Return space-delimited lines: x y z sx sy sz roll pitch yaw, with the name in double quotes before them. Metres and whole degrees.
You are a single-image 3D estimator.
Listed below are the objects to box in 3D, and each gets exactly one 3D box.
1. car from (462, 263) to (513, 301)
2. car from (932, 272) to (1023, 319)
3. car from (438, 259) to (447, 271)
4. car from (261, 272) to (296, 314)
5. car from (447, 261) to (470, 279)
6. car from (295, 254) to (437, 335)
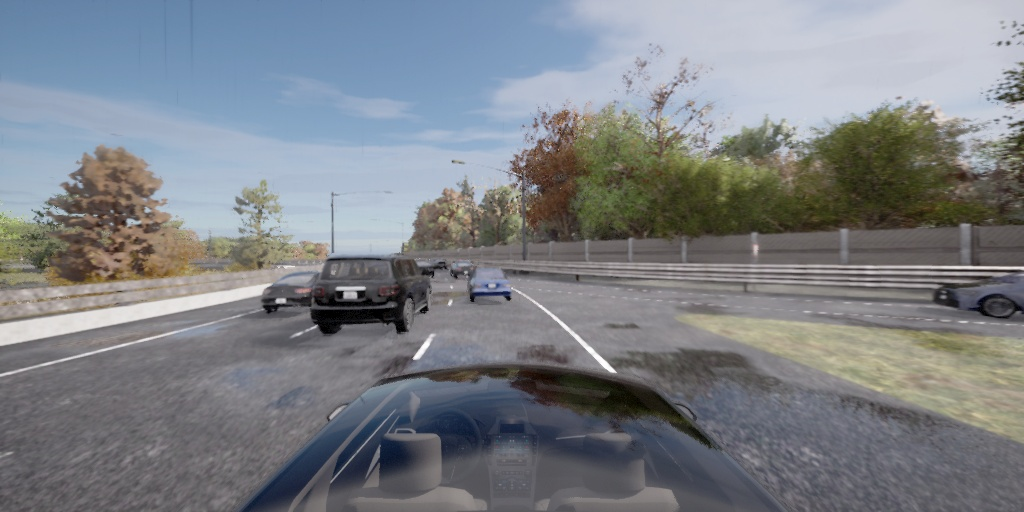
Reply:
"car" -1.162 1.244 17.022 2.033 1.411 5.357 -1 0 -8
"car" 15.632 1.129 10.571 4.181 1.385 1.994 0 0 30
"car" -9.753 1.157 47.014 1.837 1.490 4.892 -1 0 -24
"car" -7.824 1.298 14.048 1.812 1.442 4.674 -1 0 -6
"car" -4.407 1.190 32.032 1.812 1.442 4.674 -1 0 -15
"car" -3.823 0.969 10.721 2.150 2.045 5.566 0 0 -4
